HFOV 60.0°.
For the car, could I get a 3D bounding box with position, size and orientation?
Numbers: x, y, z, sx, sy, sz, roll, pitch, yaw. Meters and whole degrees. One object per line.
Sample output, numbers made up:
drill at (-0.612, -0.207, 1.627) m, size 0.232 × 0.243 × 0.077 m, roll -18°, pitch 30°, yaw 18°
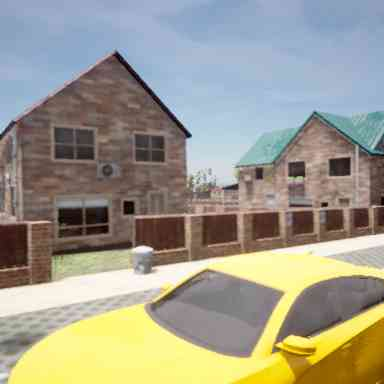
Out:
car at (0.796, 1.487, 3.642) m, size 5.008 × 1.535 × 1.882 m, roll 1°, pitch 0°, yaw -36°
